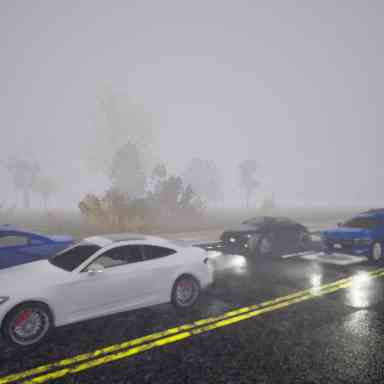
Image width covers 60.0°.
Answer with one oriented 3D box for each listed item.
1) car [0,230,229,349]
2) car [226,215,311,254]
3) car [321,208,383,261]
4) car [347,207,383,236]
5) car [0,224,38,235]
[{"bbox_3d":[-1.670,1.592,6.508,4.674,1.442,1.812,1,-1,-37],"label":"car"},{"bbox_3d":[3.185,1.699,14.165,4.181,1.385,1.994,0,-1,-36],"label":"car"},{"bbox_3d":[7.006,1.598,12.953,5.008,1.535,1.882,0,-1,-37],"label":"car"},{"bbox_3d":[11.663,1.714,20.443,4.674,1.442,1.812,0,-1,-36],"label":"car"},{"bbox_3d":[-5.296,1.559,7.856,5.008,1.535,1.882,0,-1,-37],"label":"car"}]
